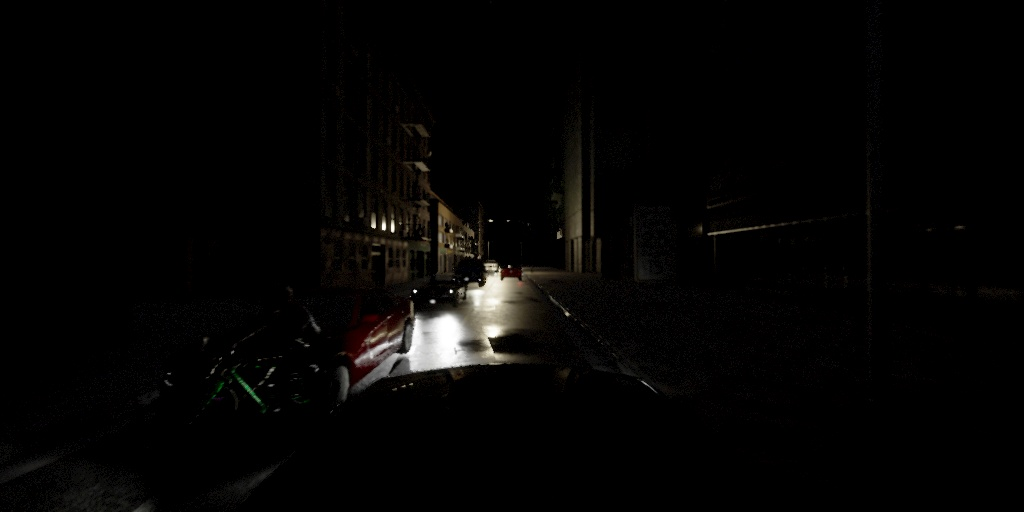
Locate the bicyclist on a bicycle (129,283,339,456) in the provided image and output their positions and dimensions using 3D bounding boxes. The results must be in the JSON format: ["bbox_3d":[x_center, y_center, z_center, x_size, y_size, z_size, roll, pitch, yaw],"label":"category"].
[{"bbox_3d":[-2.266,1.027,3.353,0.582,1.620,1.656,28,8,35],"label":"bicyclist on a bicycle"}]

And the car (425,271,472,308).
[{"bbox_3d":[-3.158,1.525,16.466,1.895,1.301,4.718,0,-1,0],"label":"car"}]

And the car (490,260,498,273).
[{"bbox_3d":[-3.332,1.659,57.466,2.150,2.045,5.566,0,-1,0],"label":"car"}]

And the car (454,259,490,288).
[{"bbox_3d":[-3.166,1.282,27.779,2.150,2.045,5.566,0,-1,0],"label":"car"}]

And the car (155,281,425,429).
[{"bbox_3d":[-3.114,1.280,6.171,1.882,1.535,5.008,0,-1,0],"label":"car"}]

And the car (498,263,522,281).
[{"bbox_3d":[-0.074,1.519,36.368,2.097,1.767,4.553,0,-1,0],"label":"car"}]
